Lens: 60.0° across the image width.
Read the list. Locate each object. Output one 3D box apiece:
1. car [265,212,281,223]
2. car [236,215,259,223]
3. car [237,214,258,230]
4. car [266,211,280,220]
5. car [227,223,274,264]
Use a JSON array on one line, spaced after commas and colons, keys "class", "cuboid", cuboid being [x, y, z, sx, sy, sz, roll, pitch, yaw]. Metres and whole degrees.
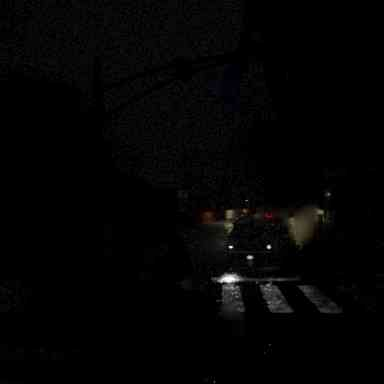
[{"class": "car", "cuboid": [11.099, 3.468, 45.565, 1.837, 1.490, 4.892, -2, -3, 14]}, {"class": "car", "cuboid": [4.050, 2.671, 25.013, 1.812, 1.442, 4.674, -2, -3, 9]}, {"class": "car", "cuboid": [6.081, 3.172, 36.003, 2.033, 1.411, 5.357, -2, -3, 12]}, {"class": "car", "cuboid": [13.550, 3.957, 55.495, 1.994, 1.385, 4.181, -2, -3, 16]}, {"class": "car", "cuboid": [2.520, 2.300, 14.968, 1.895, 1.301, 4.718, -2, -3, 7]}]
